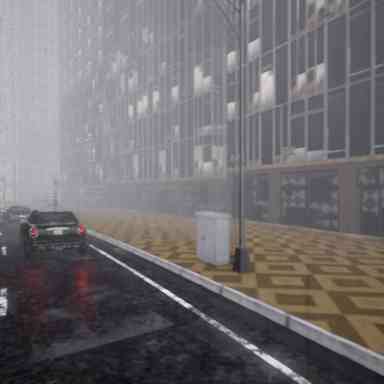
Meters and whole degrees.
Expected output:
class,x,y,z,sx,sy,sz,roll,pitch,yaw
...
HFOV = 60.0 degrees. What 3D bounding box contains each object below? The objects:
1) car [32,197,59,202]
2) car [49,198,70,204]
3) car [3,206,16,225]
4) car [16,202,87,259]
class,x,y,z,sx,sy,sz,roll,pitch,yaw
car,-34.436,2.139,77.384,5.009,1.841,2.192,0,0,-35
car,-34.755,2.294,87.385,4.829,1.417,1.752,0,0,-35
car,-13.890,1.811,26.652,1.994,1.385,4.181,0,0,-34
car,-5.793,1.468,13.616,2.097,1.767,4.553,0,0,-30
